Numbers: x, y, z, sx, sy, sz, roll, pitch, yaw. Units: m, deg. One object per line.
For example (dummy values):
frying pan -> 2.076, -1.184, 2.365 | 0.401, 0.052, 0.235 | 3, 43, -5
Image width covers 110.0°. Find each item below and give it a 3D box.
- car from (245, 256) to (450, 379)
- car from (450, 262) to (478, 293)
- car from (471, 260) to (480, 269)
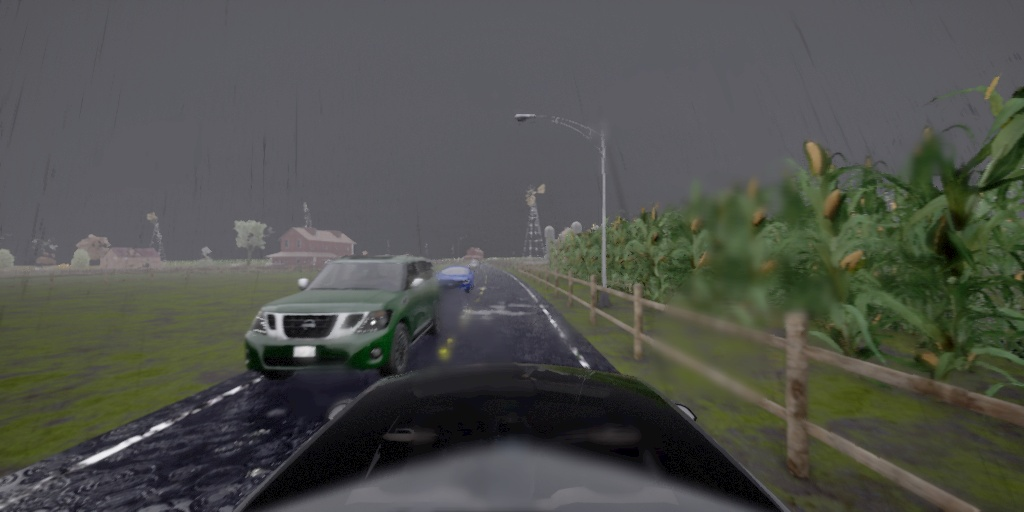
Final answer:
car -> -2.923, 0.999, 7.736 | 2.150, 2.045, 5.566 | 0, -1, -1
car -> -3.268, 1.311, 21.502 | 1.882, 1.535, 5.008 | 0, 0, -2
car -> -6.714, 1.553, 64.602 | 2.128, 1.511, 4.902 | 1, 0, -6
